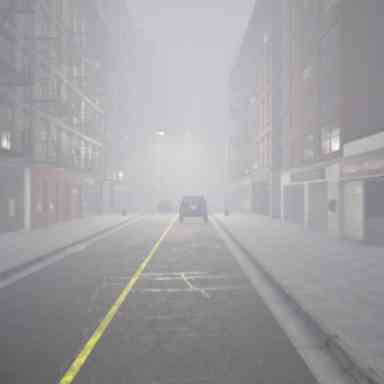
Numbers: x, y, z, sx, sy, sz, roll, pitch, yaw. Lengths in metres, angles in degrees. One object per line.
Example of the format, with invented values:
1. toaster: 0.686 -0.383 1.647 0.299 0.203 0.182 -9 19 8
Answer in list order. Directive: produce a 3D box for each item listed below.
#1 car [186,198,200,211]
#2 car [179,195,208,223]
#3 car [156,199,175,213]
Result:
1. car: 0.111 1.615 45.437 1.882 1.535 5.008 0 0 0
2. car: 0.109 1.292 26.638 2.150 2.045 5.566 0 0 0
3. car: -3.080 1.621 39.217 1.837 1.490 4.892 0 0 0
